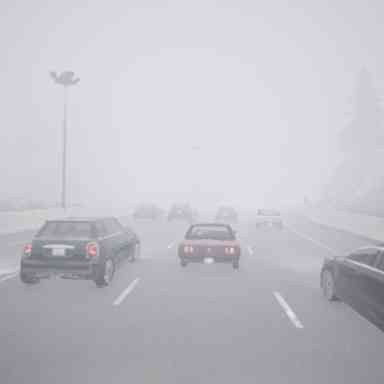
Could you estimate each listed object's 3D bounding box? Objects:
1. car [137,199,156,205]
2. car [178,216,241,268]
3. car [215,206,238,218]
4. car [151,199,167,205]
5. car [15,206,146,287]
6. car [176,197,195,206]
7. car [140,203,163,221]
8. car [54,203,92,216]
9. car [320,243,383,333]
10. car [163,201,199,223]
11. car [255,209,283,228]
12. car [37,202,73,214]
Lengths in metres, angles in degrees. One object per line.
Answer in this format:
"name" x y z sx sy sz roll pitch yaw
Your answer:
"car" -11.024 2.387 80.946 2.128 1.511 4.902 0 -1 23
"car" 0.672 1.762 12.006 1.895 1.301 4.718 1 -1 4
"car" 3.354 2.007 31.852 1.994 1.385 4.181 0 -1 11
"car" -7.815 2.411 79.549 1.812 1.442 4.674 0 -1 23
"car" -2.966 1.444 9.859 2.097 1.767 4.553 1 -1 4
"car" -1.405 2.161 76.731 2.150 2.045 5.566 0 -1 23
"car" -3.904 1.843 31.112 2.128 1.511 4.902 0 -1 10
"car" -13.481 1.929 37.949 1.895 1.301 4.718 0 -1 12
"car" 3.772 1.609 5.708 2.128 1.511 4.902 1 -1 3
"car" -0.693 1.712 29.036 2.097 1.767 4.553 1 -1 10
"car" 5.821 1.994 25.697 1.895 1.301 4.718 1 -1 9
"car" -16.538 1.886 40.265 1.994 1.385 4.181 0 -1 12
